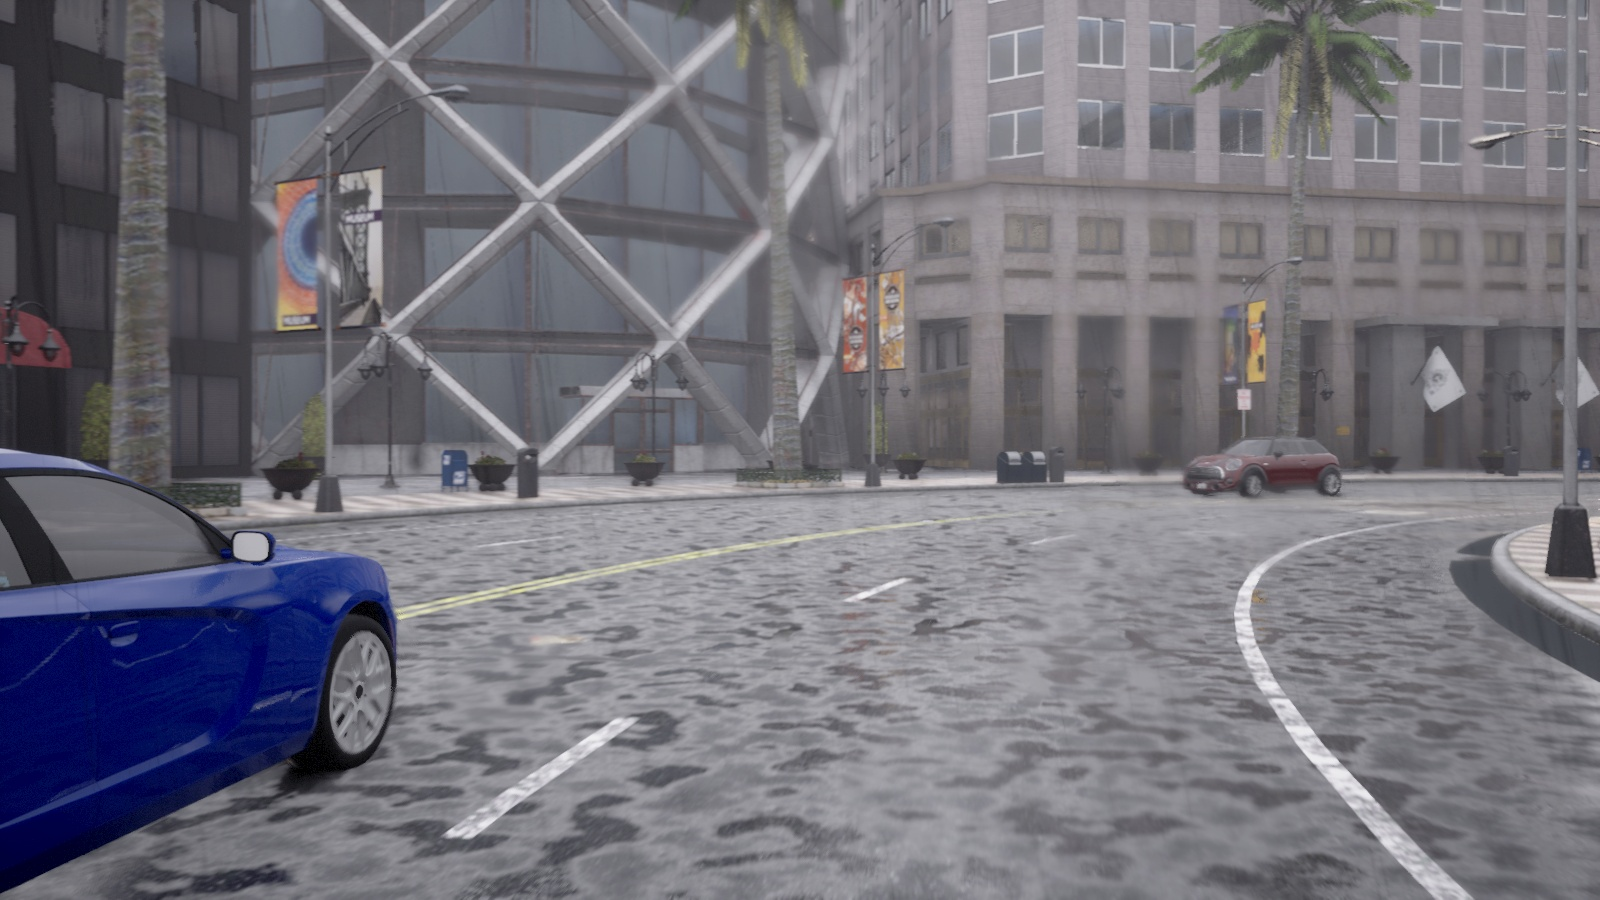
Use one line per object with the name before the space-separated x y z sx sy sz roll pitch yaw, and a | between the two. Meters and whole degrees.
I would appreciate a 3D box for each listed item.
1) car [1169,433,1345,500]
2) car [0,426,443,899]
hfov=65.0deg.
car | 12.816 0.428 35.187 4.553 1.767 2.097 0 0 -27
car | -3.095 0.695 4.241 1.882 1.535 5.008 0 0 6
